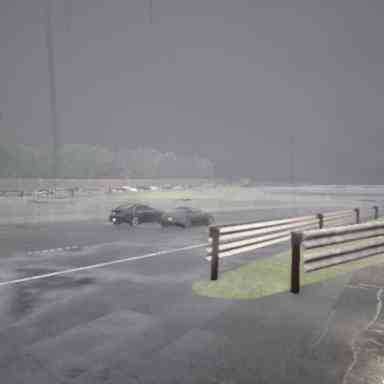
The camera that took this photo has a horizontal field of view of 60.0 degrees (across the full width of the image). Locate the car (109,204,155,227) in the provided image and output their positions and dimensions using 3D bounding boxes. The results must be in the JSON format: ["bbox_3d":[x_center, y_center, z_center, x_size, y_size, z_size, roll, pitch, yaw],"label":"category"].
[{"bbox_3d":[-3.687,1.607,23.867,1.837,1.490,4.892,1,0,36],"label":"car"}]

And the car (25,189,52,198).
[{"bbox_3d":[-26.314,0.203,57.162,1.837,1.490,4.892,1,2,23],"label":"car"}]

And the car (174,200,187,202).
[{"bbox_3d":[-1.703,1.846,50.716,1.994,1.385,4.181,1,-1,36],"label":"car"}]

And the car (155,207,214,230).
[{"bbox_3d":[-0.207,1.720,22.701,1.994,1.385,4.181,1,0,36],"label":"car"}]

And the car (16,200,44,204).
[{"bbox_3d":[-15.662,1.501,31.541,1.994,1.385,4.181,1,0,36],"label":"car"}]
